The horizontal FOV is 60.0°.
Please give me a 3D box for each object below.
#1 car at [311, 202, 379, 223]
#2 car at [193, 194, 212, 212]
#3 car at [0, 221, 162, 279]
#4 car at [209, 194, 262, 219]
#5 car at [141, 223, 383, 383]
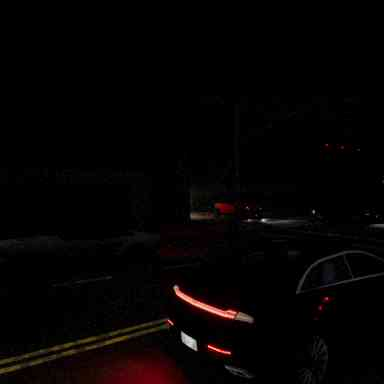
[{"bbox_3d":[11.474,1.506,25.248,1.837,1.490,4.892,0,0,-38],"label":"car"},{"bbox_3d":[2.363,1.221,37.354,2.150,2.045,5.566,0,0,-37],"label":"car"},{"bbox_3d":[-3.374,1.601,10.226,4.718,1.301,1.895,0,0,-36],"label":"car"},{"bbox_3d":[4.011,1.352,29.287,2.097,1.767,4.553,0,0,-37],"label":"car"},{"bbox_3d":[1.942,1.492,5.209,4.902,1.511,2.128,0,0,-35],"label":"car"}]
